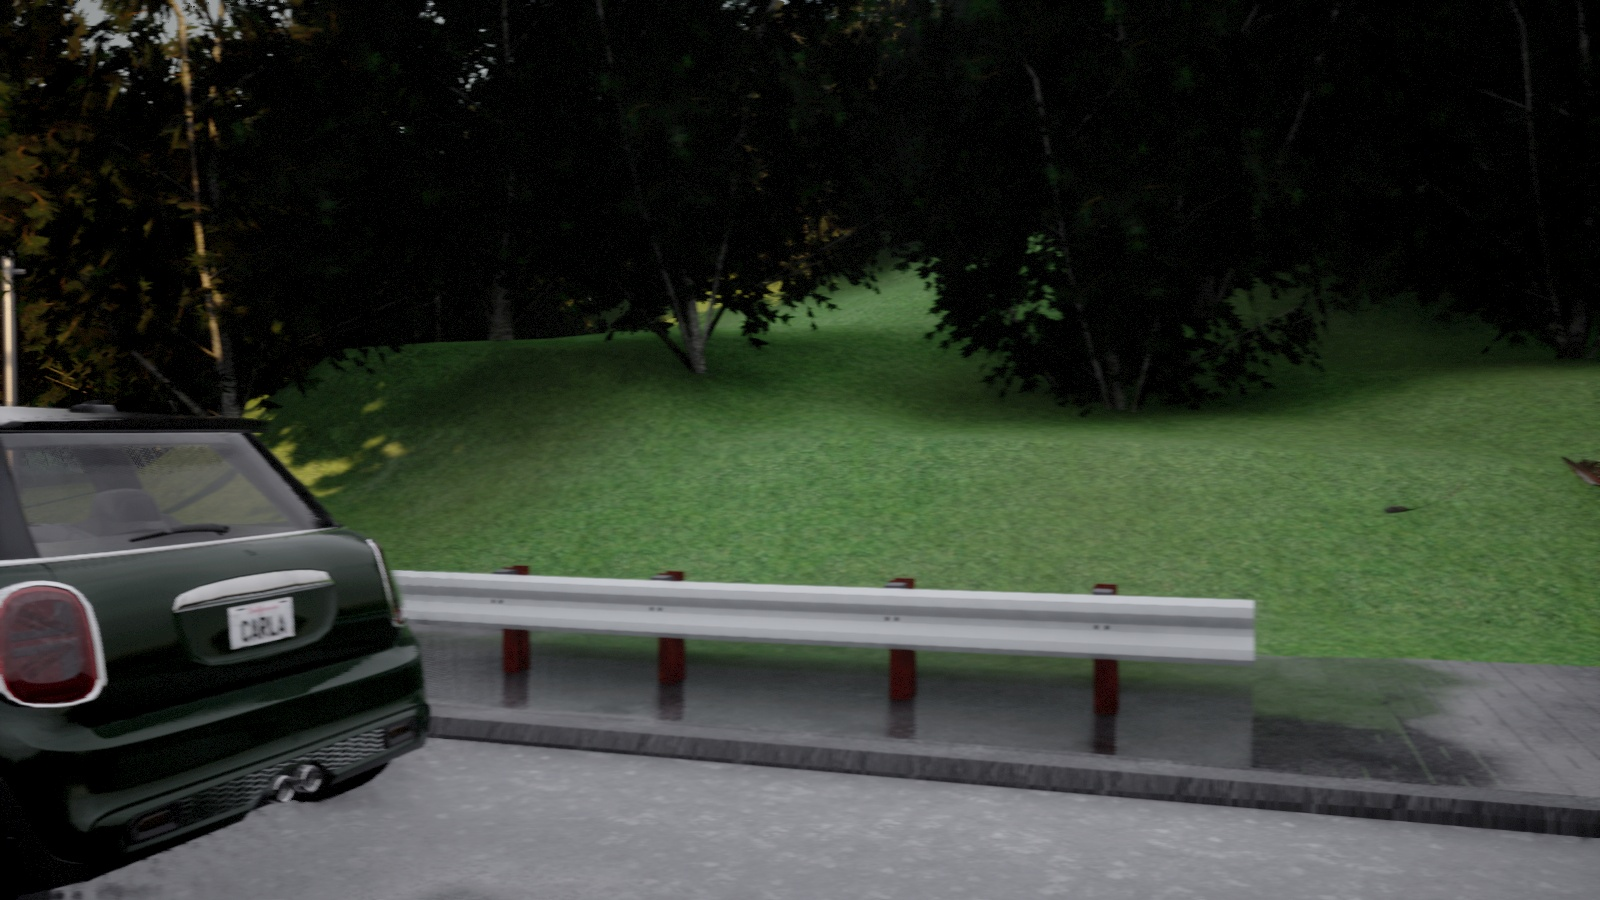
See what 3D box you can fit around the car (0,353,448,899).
[{"bbox_3d":[-3.982,0.589,5.052,4.553,1.767,2.097,1,1,19],"label":"car"}]
